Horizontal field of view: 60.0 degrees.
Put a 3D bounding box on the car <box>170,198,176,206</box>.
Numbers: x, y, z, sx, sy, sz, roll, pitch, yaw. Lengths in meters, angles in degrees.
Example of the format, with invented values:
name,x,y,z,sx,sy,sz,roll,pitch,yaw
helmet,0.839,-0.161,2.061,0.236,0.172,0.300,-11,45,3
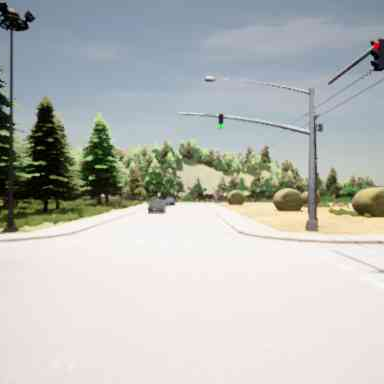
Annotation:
name,x,y,z,sx,sy,sz,roll,pitch,yaw
car,-3.873,1.720,59.095,2.033,1.411,5.357,0,0,0

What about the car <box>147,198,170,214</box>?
name,x,y,z,sx,sy,sz,roll,pitch,yaw
car,-3.833,1.611,37.130,1.837,1.490,4.892,0,0,0
